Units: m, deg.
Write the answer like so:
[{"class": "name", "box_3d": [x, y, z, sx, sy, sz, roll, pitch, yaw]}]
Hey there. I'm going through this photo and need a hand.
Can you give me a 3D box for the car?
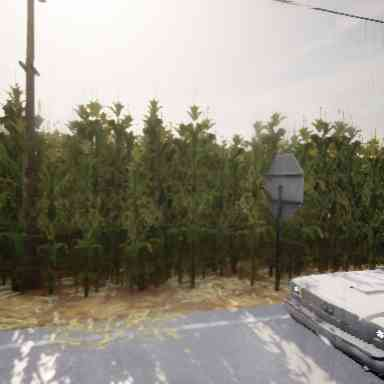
[{"class": "car", "box_3d": [3.740, 1.512, 4.673, 4.718, 1.301, 1.895, 1, 2, -17]}]
